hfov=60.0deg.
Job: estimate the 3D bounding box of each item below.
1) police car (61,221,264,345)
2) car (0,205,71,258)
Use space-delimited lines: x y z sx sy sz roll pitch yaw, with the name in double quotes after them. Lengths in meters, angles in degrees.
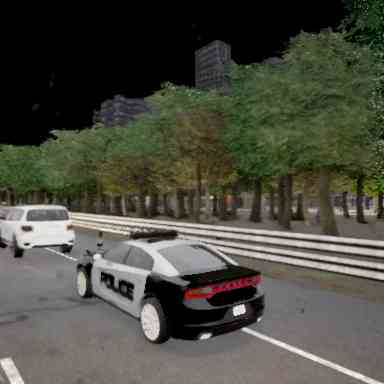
-0.896 1.621 7.046 1.930 1.638 5.238 2 -2 -38 "police car"
-7.057 1.598 14.809 2.150 2.045 5.566 2 -2 -38 "car"
